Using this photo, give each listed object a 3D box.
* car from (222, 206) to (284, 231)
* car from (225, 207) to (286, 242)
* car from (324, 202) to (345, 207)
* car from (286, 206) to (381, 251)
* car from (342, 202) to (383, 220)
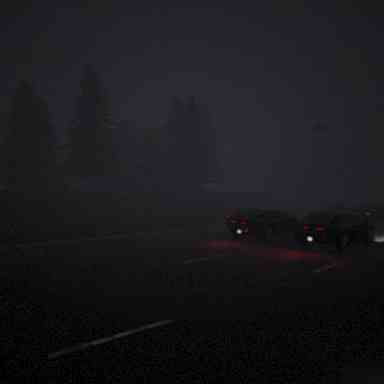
[{"bbox_3d":[4.135,1.684,22.155,4.181,1.385,1.994,1,-1,-43],"label":"car"},{"bbox_3d":[3.978,1.601,17.207,4.892,1.490,1.837,0,0,-43],"label":"car"},{"bbox_3d":[14.176,1.677,31.728,4.902,1.511,2.128,0,0,-43],"label":"car"},{"bbox_3d":[6.381,1.591,14.662,4.892,1.490,1.837,0,0,-43],"label":"car"},{"bbox_3d":[14.767,1.712,27.484,5.357,1.411,2.033,0,0,-43],"label":"car"}]
